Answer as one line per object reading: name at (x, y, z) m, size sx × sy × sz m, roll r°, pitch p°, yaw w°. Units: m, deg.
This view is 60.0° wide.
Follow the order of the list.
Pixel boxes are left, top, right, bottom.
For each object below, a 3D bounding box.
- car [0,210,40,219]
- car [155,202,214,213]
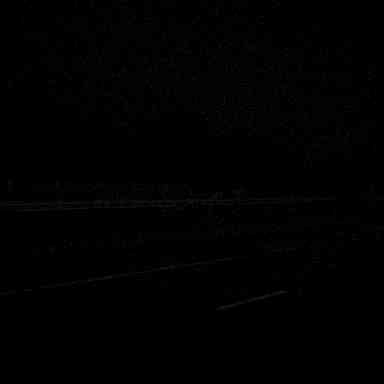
car at (-8.692, 1.547, 14.991) m, size 5.357 × 1.411 × 2.033 m, roll 0°, pitch 0°, yaw -35°
car at (-0.515, 1.490, 25.108) m, size 4.902 × 1.511 × 2.128 m, roll 0°, pitch 0°, yaw -35°
